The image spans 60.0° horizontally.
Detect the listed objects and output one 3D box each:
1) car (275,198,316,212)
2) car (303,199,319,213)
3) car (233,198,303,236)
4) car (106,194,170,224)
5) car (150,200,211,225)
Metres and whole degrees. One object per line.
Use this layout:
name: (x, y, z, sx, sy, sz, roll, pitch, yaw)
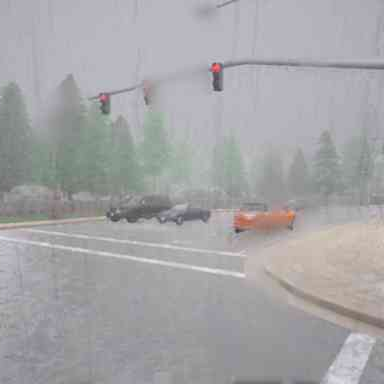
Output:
car: (12.178, 1.477, 39.137, 4.674, 1.442, 1.812, 0, 0, -26)
car: (11.170, 1.514, 34.558, 4.181, 1.385, 1.994, 0, 0, -31)
car: (4.148, 1.306, 18.335, 2.097, 1.767, 4.553, 0, 0, 37)
car: (-3.829, 1.201, 25.211, 2.150, 2.045, 5.566, 0, 0, 38)
car: (-0.470, 1.496, 23.779, 1.812, 1.442, 4.674, 0, 0, 39)
